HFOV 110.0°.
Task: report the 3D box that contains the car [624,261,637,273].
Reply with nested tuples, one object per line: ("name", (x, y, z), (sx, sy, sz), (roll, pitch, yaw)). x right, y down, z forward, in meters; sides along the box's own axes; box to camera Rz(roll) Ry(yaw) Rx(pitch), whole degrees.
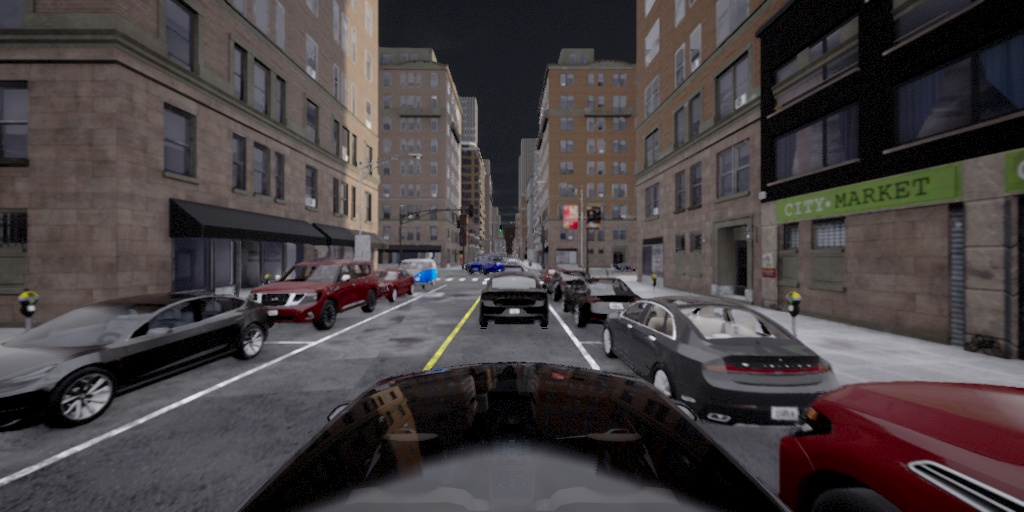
("car", (16.134, 1.337, 42.325), (4.718, 1.301, 1.895), (0, 0, -1))

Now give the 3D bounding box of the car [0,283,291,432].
("car", (-5.858, 1.315, 5.682), (1.948, 1.339, 4.313), (0, 0, 0))

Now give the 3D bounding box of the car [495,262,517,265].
("car", (0.090, 1.311, 22.820), (1.994, 1.385, 4.181), (0, 0, 0))

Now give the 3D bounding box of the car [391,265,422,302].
("car", (-5.861, 1.293, 16.854), (1.888, 1.381, 4.507), (0, 0, 0))

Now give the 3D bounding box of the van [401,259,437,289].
("van", (-5.862, 1.087, 22.440), (1.690, 1.789, 3.998), (0, 0, 0))

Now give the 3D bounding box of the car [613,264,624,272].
("car", (15.445, 1.345, 45.567), (4.718, 1.301, 1.895), (0, 0, -1))

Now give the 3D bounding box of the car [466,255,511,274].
("car", (-2.799, 0.952, 37.347), (2.150, 2.045, 5.566), (1, -1, -32))

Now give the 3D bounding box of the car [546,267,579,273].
("car", (2.665, 1.313, 16.859), (1.948, 1.339, 4.313), (0, 0, 0))

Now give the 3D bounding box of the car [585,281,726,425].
("car", (2.668, 1.300, 5.690), (2.007, 1.370, 4.403), (0, 0, 0))

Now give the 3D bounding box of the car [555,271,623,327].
("car", (2.666, 1.314, 11.274), (1.948, 1.339, 4.313), (0, 0, 0))

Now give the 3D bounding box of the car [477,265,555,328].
("car", (0.036, 1.226, 11.406), (1.882, 1.535, 5.008), (0, 0, -1))

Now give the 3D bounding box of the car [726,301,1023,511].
("car", (2.669, 1.065, 0.104), (2.192, 1.841, 5.009), (0, 0, 0))

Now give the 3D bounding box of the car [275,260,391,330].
("car", (-5.859, 1.063, 11.267), (2.192, 1.841, 5.009), (0, 0, 0))
